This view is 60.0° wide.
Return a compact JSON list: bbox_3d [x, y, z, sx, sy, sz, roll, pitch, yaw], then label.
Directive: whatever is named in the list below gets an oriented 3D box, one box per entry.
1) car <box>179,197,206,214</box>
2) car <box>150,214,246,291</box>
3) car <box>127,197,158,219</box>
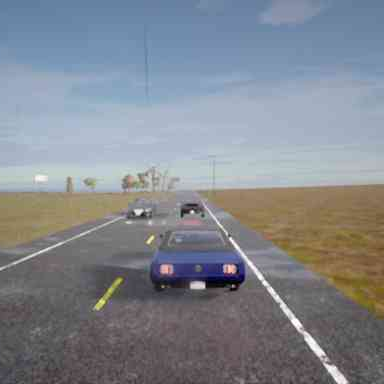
[{"bbox_3d":[0.020,1.173,26.587,1.837,1.490,4.892,0,1,0],"label":"car"},{"bbox_3d":[0.078,1.492,8.645,1.895,1.301,4.718,0,1,-1],"label":"car"},{"bbox_3d":[-3.672,1.178,25.143,2.128,1.511,4.902,0,1,0],"label":"car"}]
